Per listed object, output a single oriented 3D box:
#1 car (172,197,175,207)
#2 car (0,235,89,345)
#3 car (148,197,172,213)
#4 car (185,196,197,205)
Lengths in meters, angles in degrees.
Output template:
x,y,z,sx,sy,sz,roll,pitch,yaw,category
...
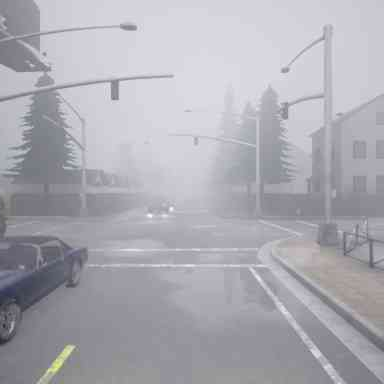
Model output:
x,y,z,sx,sy,sz,roll,pitch,yaw,category
-3.674,1.491,50.871,2.128,1.511,4.902,0,0,0,car
-3.617,1.601,6.485,1.895,1.301,4.718,0,0,0,car
-3.674,1.352,37.056,2.097,1.767,4.553,0,0,0,car
-0.121,1.491,59.259,2.128,1.511,4.902,0,0,0,car
